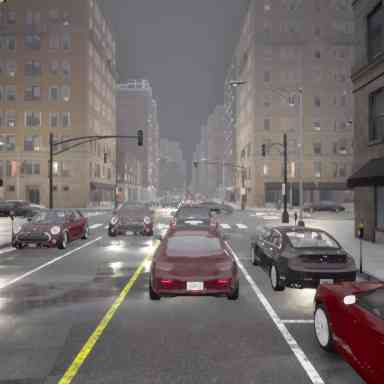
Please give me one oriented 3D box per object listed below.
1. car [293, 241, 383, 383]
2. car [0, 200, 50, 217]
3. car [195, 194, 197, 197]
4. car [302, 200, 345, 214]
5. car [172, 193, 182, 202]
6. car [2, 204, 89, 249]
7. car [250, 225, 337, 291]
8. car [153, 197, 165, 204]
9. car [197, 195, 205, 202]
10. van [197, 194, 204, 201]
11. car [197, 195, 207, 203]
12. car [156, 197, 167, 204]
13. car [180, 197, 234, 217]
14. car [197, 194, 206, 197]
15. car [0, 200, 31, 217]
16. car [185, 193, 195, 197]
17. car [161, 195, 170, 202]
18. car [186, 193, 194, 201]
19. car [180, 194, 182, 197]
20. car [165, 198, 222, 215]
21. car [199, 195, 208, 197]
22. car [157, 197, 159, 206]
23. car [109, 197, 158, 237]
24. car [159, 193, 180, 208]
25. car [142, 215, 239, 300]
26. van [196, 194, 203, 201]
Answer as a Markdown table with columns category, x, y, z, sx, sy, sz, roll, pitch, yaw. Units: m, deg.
| category | x | y | z | sx | sy | sz | roll | pitch | yaw |
| --- | --- | --- | --- | --- | --- | --- | --- | --- | --- |
| car | 2.669 | 1.545 | 3.270 | 1.887 | 1.381 | 4.507 | 0 | 0 | 0 |
| car | -15.636 | 1.461 | 30.230 | 4.674 | 1.442 | 1.812 | 0 | 0 | 0 |
| car | 2.253 | 1.400 | 69.208 | 2.192 | 1.841 | 5.009 | 0 | 0 | -1 |
| car | 14.640 | 1.648 | 37.173 | 4.674 | 1.442 | 1.812 | 0 | 0 | 1 |
| car | -3.518 | 1.337 | 77.811 | 2.150 | 2.045 | 5.566 | 0 | 0 | -1 |
| car | -5.877 | 1.445 | 14.233 | 1.967 | 1.590 | 4.097 | 0 | 0 | 0 |
| car | 2.658 | 1.554 | 8.761 | 2.008 | 1.369 | 4.403 | 0 | 0 | 0 |
| car | -6.210 | 1.614 | 63.610 | 1.887 | 1.381 | 4.507 | 0 | 0 | -1 |
| car | 2.127 | 1.560 | 80.221 | 1.967 | 1.590 | 4.097 | 0 | 0 | -1 |
| van | 2.065 | 1.482 | 85.729 | 1.690 | 1.788 | 3.998 | 0 | 0 | -1 |
| car | 2.189 | 1.542 | 74.715 | 1.967 | 1.590 | 4.097 | 0 | 0 | -1 |
| car | -6.273 | 1.666 | 69.117 | 1.802 | 1.307 | 4.206 | 0 | 0 | -1 |
| car | 1.366 | 1.485 | 30.361 | 4.902 | 1.511 | 2.128 | 0 | 0 | 0 |
| car | 2.313 | 1.596 | 63.871 | 1.752 | 1.417 | 4.829 | 0 | 0 | -1 |
| car | -14.293 | 1.438 | 26.854 | 4.674 | 1.442 | 1.812 | 0 | -1 | 3 |
| car | -0.535 | 1.342 | 79.415 | 2.150 | 2.045 | 5.566 | 0 | 0 | -1 |
| car | -6.398 | 1.560 | 80.133 | 1.967 | 1.590 | 4.097 | 0 | 0 | -1 |
| car | -0.658 | 1.384 | 90.133 | 2.150 | 2.045 | 5.566 | 0 | 0 | -1 |
| car | -3.420 | 1.605 | 67.280 | 1.812 | 1.442 | 4.674 | 0 | 0 | 0 |
| car | 0.068 | 1.358 | 15.603 | 2.097 | 1.767 | 4.553 | 0 | 0 | 0 |
| car | 2.440 | 1.591 | 52.687 | 1.887 | 1.381 | 4.507 | 0 | 0 | -1 |
| car | -6.085 | 1.596 | 52.594 | 2.008 | 1.369 | 4.403 | 0 | 0 | -1 |
| car | -3.081 | 1.361 | 17.906 | 2.097 | 1.767 | 4.553 | 0 | 0 | -4 |
| car | -3.263 | 1.391 | 48.479 | 2.097 | 1.767 | 4.553 | 0 | 0 | -1 |
| car | 0.019 | 1.528 | 8.297 | 1.812 | 1.442 | 4.674 | 0 | 0 | -1 |
| van | 2.002 | 1.505 | 91.236 | 1.690 | 1.788 | 3.998 | 0 | 0 | -1 |
